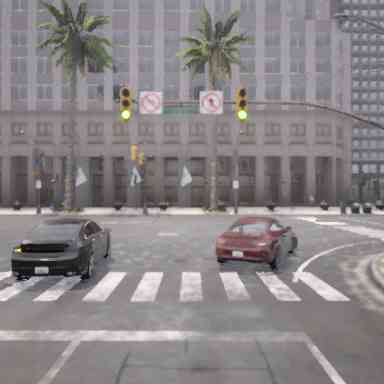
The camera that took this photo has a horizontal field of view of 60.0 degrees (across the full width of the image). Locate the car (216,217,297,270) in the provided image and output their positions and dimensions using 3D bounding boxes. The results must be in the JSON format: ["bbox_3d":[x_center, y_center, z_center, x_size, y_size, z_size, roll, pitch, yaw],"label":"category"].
[{"bbox_3d":[2.292,1.561,11.310,1.812,1.442,4.674,-1,0,26],"label":"car"}]

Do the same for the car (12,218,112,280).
[{"bbox_3d":[-3.677,1.539,10.079,1.837,1.490,4.892,1,0,-5],"label":"car"}]
